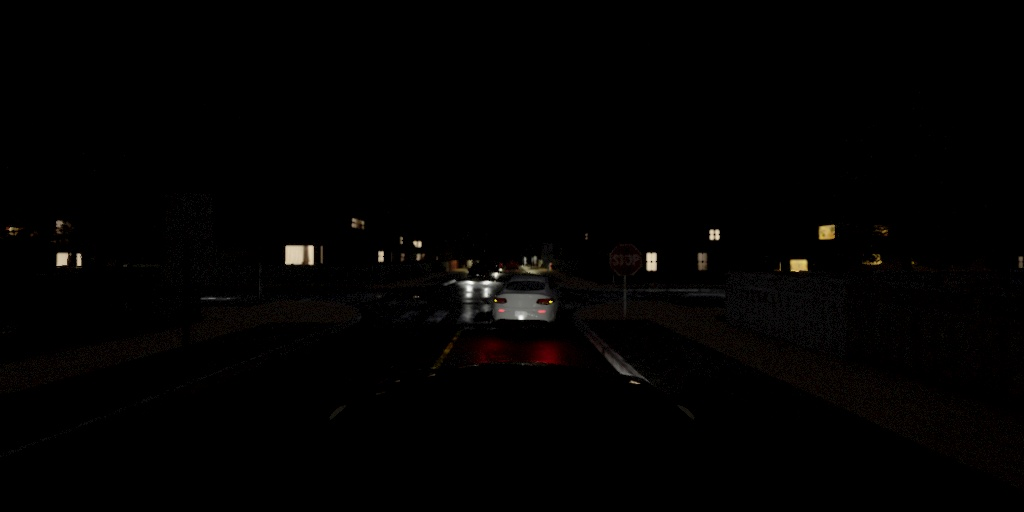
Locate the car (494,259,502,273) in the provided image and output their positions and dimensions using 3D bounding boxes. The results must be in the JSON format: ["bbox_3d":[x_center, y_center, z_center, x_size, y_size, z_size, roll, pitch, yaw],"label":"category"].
[{"bbox_3d":[-2.845,1.289,47.650,2.097,1.767,4.553,0,0,0],"label":"car"}]

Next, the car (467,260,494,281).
[{"bbox_3d":[-2.851,1.357,32.073,1.837,1.490,4.892,0,0,0],"label":"car"}]

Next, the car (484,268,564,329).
[{"bbox_3d":[0.630,1.295,11.347,1.812,1.442,4.674,0,0,10],"label":"car"}]

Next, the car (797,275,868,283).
[{"bbox_3d":[16.995,1.509,20.111,4.718,1.301,1.895,0,-1,-2],"label":"car"}]

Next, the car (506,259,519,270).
[{"bbox_3d":[0.044,1.393,61.579,2.097,1.767,4.553,0,0,1],"label":"car"}]
